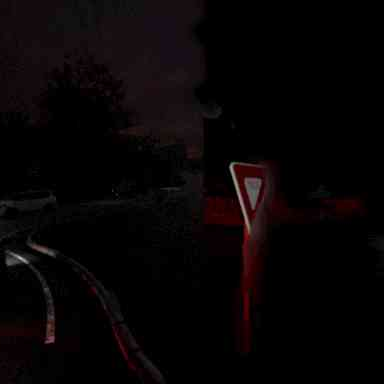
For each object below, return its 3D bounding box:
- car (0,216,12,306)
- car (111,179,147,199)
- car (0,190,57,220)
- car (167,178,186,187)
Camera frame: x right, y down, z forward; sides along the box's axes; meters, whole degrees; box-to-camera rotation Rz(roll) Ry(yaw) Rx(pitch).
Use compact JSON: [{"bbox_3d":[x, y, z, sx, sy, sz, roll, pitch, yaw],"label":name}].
[{"bbox_3d":[-5.215,1.541,7.454,1.837,1.490,4.892,0,0,-30],"label":"car"},{"bbox_3d":[-7.413,-0.383,39.774,2.150,2.045,5.566,0,6,22],"label":"car"},{"bbox_3d":[-13.340,0.942,26.285,2.150,2.045,5.566,0,3,26],"label":"car"},{"bbox_3d":[-2.518,-1.586,55.048,2.033,1.411,5.357,0,5,15],"label":"car"}]
